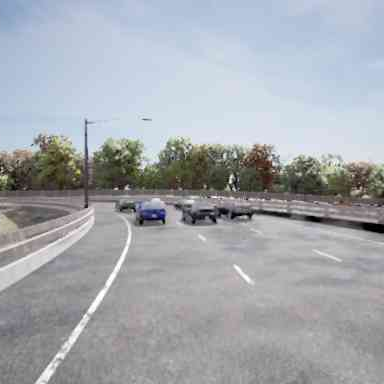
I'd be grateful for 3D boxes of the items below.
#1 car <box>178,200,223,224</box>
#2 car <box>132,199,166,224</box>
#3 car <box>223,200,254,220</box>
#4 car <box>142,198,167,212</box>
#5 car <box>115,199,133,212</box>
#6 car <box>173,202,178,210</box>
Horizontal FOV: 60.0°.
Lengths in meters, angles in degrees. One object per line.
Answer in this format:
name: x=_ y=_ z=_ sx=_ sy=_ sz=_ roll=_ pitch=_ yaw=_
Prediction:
car: x=0.482 y=1.481 z=24.957 sx=1.837 sy=1.490 sz=4.892 roll=-1 pitch=0 yaw=-13
car: x=-3.178 y=1.493 z=25.164 sx=1.882 sy=1.535 sz=5.008 roll=-1 pitch=0 yaw=-14
car: x=3.430 y=1.432 z=27.693 sx=2.128 sy=1.511 sz=4.902 roll=-1 pitch=0 yaw=-16
car: x=-4.662 y=1.544 z=41.007 sx=1.812 sy=1.442 sz=4.674 roll=-1 pitch=0 yaw=-22
car: x=-8.012 y=1.563 z=39.929 sx=1.837 sy=1.490 sz=4.892 roll=0 pitch=1 yaw=-22
car: x=-0.845 y=1.578 z=40.886 sx=1.895 sy=1.301 sz=4.718 roll=-1 pitch=0 yaw=-21
